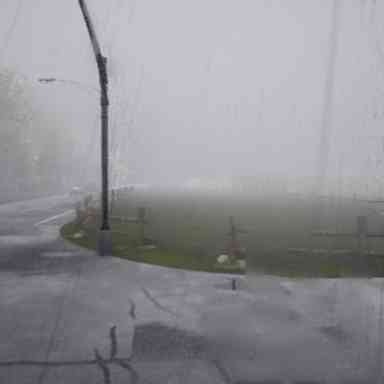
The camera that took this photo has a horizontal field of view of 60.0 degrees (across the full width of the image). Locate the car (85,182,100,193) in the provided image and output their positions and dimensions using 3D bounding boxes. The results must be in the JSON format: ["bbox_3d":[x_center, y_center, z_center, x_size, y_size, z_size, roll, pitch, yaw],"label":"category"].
[{"bbox_3d":[-18.554,-0.808,61.787,2.150,2.045,5.566,0,2,-7],"label":"car"}]

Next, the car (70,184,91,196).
[{"bbox_3d":[-17.084,-0.133,50.240,1.812,1.442,4.674,0,2,-6],"label":"car"}]
